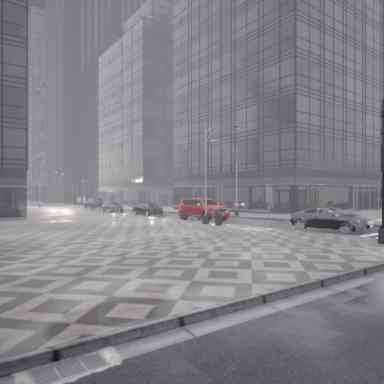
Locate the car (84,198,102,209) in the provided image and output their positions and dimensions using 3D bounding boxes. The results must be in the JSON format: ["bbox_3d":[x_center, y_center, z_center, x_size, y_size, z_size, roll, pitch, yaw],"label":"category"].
[{"bbox_3d":[-18.275,2.145,61.887,2.150,2.045,5.566,0,-1,-37],"label":"car"}]

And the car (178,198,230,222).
[{"bbox_3d":[0.973,1.566,29.866,2.150,2.045,5.566,0,-1,-37],"label":"car"}]

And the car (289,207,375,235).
[{"bbox_3d":[8.256,1.648,20.040,2.128,1.511,4.902,0,-1,-39],"label":"car"}]

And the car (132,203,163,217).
[{"bbox_3d":[-5.121,1.981,38.286,1.882,1.535,5.008,0,-1,-36],"label":"car"}]

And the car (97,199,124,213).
[{"bbox_3d":[-11.206,2.170,46.753,1.837,1.490,4.892,0,-1,-35],"label":"car"}]
